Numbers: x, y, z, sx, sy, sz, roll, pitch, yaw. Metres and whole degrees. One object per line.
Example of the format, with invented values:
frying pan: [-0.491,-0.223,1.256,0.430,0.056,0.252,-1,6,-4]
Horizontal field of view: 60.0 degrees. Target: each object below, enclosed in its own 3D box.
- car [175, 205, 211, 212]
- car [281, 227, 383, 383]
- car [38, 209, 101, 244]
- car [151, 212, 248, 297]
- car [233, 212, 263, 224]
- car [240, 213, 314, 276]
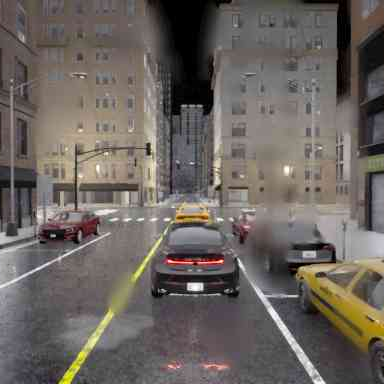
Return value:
car: [0.051,1.472,18.990,1.882,1.535,5.008,0,0,1]
car: [2.869,1.524,4.799,1.752,1.417,4.829,-1,0,0]
car: [-5.664,1.540,15.808,1.887,1.381,4.507,-1,0,0]
car: [0.073,1.503,8.563,1.837,1.490,4.892,0,0,0]
car: [2.882,1.577,15.801,1.802,1.307,4.206,-1,0,0]
car: [2.875,1.563,10.215,1.947,1.339,4.313,-1,0,0]
